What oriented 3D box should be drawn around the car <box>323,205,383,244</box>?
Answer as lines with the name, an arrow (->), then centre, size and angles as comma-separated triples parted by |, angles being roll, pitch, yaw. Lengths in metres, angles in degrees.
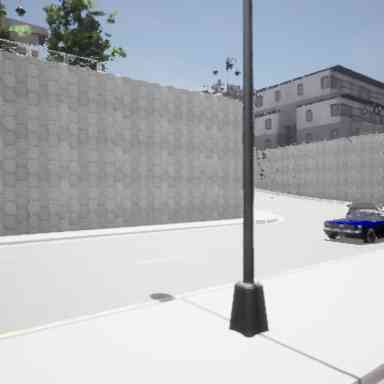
car -> 8.109, 1.501, 15.299 | 4.718, 1.301, 1.895 | 0, 0, -35

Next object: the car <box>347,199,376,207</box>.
car -> 12.026, 1.297, 23.304 | 1.837, 1.490, 4.892 | 4, 2, 26
